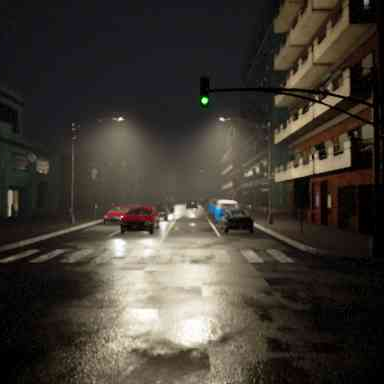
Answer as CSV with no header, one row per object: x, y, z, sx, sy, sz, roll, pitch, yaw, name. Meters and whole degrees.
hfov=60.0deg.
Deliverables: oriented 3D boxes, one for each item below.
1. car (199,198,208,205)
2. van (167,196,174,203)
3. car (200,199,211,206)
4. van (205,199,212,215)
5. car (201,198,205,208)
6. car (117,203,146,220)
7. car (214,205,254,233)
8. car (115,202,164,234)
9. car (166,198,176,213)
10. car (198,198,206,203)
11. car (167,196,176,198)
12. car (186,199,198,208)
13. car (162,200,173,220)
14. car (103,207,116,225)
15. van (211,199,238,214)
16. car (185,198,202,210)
2.695,2.133,76.322,1.887,1.381,4.507,1,0,0,car
-5.682,2.005,87.442,1.690,1.788,3.998,1,0,0,van
2.696,2.076,65.160,1.947,1.339,4.313,1,0,0,car
2.701,1.644,37.259,1.690,1.788,3.998,1,0,0,van
2.697,1.915,48.588,1.752,1.417,4.829,1,0,0,car
-5.682,1.803,31.640,1.887,1.381,4.507,1,0,0,car
2.699,1.721,20.516,2.008,1.369,4.403,1,0,0,car
-3.091,1.648,20.570,1.882,1.535,5.008,0,0,0,car
-3.091,1.823,40.986,2.128,1.511,4.902,0,0,0,car
2.694,2.215,87.483,2.008,1.369,4.403,1,0,0,car
-5.686,2.192,81.860,1.947,1.339,4.313,1,0,0,car
-0.007,2.024,60.422,2.033,1.411,5.357,0,0,0,car
-3.091,1.755,30.613,1.837,1.490,4.892,0,0,0,car
-5.682,1.796,26.059,1.802,1.307,4.206,1,0,0,car
2.702,1.555,26.097,1.690,1.788,3.998,1,0,0,van
-0.005,1.948,49.999,2.033,1.411,5.357,0,0,0,car
